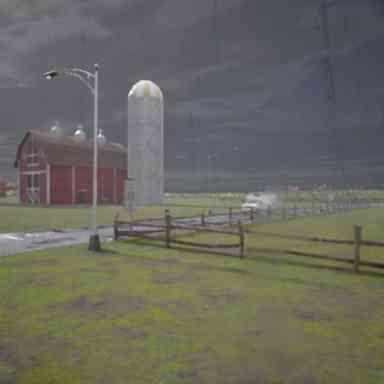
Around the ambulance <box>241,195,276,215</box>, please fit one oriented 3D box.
[{"bbox_3d":[8.417,1.593,41.953,2.351,2.431,6.366,0,-1,35],"label":"ambulance"}]
